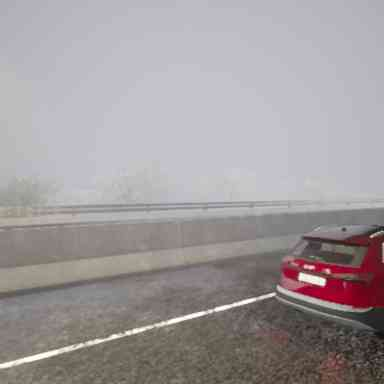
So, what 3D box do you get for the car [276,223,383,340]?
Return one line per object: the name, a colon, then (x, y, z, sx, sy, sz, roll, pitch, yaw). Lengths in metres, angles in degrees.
car: (3.713, 1.429, 6.499, 4.856, 1.649, 2.033, 0, 0, -35)
